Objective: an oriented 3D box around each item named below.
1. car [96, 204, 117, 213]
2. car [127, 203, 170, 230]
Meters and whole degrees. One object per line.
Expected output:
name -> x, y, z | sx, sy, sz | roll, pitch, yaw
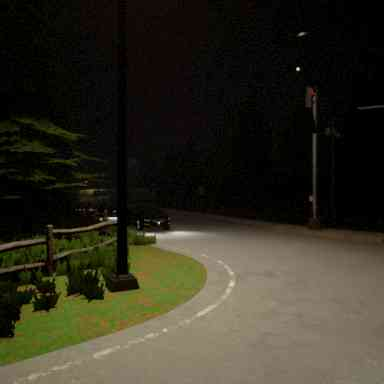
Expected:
car -> -7.546, 1.536, 30.884 | 1.994, 1.385, 4.181 | 0, 0, -24
car -> -2.892, 1.477, 20.722 | 1.837, 1.490, 4.892 | 0, 0, -25
